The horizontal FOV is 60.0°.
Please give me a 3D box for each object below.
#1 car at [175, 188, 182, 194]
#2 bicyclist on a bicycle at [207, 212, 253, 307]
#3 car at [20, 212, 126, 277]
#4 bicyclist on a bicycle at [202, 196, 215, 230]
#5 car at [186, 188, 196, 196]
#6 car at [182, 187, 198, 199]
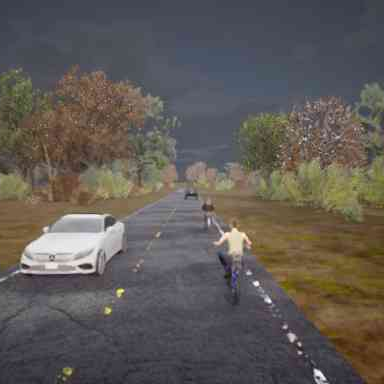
[{"bbox_3d":[-3.298,-0.377,88.717,2.097,1.767,4.553,0,1,0],"label":"car"},{"bbox_3d":[0.827,1.310,6.654,0.866,1.612,1.509,0,1,-1],"label":"bicyclist on a bicycle"},{"bbox_3d":[-3.132,1.341,9.724,1.812,1.442,4.674,0,1,0],"label":"car"},{"bbox_3d":[0.775,1.073,15.740,0.659,1.776,1.843,0,1,0],"label":"bicyclist on a bicycle"},{"bbox_3d":[-0.249,-0.077,73.969,2.097,1.767,4.553,0,1,0],"label":"car"},{"bbox_3d":[-0.089,0.144,56.268,2.150,2.045,5.566,0,1,0],"label":"car"}]
